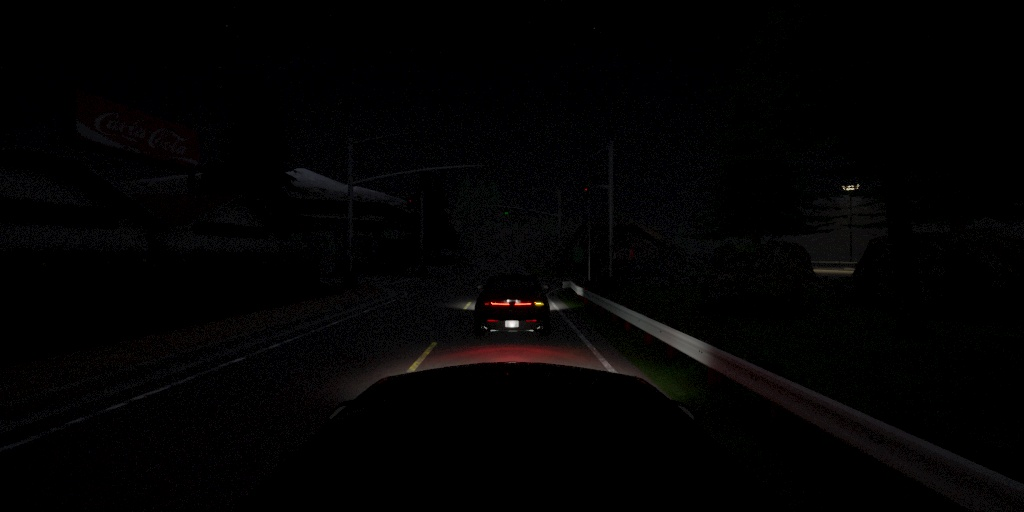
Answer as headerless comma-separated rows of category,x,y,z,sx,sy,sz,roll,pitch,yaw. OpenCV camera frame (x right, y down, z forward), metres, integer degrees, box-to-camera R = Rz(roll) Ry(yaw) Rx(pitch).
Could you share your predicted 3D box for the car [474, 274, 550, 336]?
car,0.018,1.255,10.350,1.837,1.490,4.892,0,0,0
